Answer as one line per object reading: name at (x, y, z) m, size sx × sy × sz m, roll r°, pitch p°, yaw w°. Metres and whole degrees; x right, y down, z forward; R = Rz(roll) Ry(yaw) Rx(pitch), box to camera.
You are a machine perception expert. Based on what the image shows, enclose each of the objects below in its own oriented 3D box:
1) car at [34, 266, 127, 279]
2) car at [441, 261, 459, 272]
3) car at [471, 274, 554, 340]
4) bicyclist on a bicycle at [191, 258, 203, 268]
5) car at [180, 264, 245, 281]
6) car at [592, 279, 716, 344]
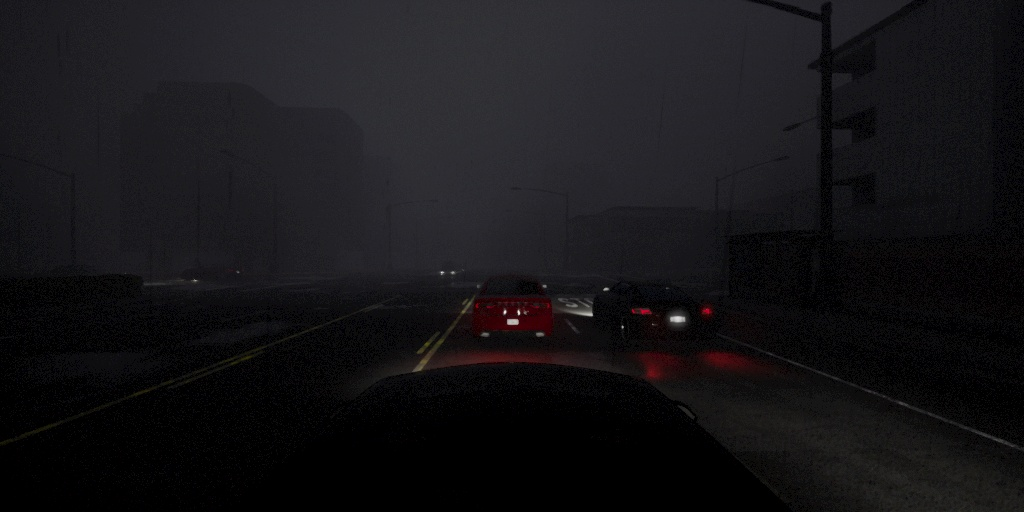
car at (-30.563, 1.349, 25.583) m, size 4.718 × 1.301 × 1.895 m, roll 0°, pitch 0°, yaw -2°
car at (-9.092, 1.453, 51.605) m, size 1.837 × 1.490 × 4.892 m, roll 0°, pitch -1°, yaw -3°
car at (0.000, 1.227, 9.959) m, size 1.882 × 1.535 × 5.008 m, roll 0°, pitch 0°, yaw 0°
bicyclist on a bicycle at (-32.047, 1.051, 36.521) m, size 0.582 × 1.620 × 1.656 m, roll 0°, pitch 0°, yaw -2°
car at (-24.507, 1.312, 29.438) m, size 4.181 × 1.385 × 1.994 m, roll 0°, pitch 0°, yaw -1°
car at (3.502, 1.313, 9.613) m, size 1.994 × 1.385 × 4.181 m, roll 0°, pitch 0°, yaw 0°
